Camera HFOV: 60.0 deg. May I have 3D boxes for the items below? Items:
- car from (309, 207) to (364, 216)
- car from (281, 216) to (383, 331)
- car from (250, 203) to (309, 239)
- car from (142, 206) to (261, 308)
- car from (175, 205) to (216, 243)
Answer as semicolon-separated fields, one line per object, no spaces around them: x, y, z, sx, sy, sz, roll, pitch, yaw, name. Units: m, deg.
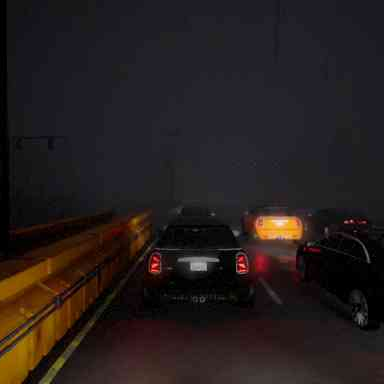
7.158;1.505;16.813;1.837;1.490;4.892;0;0;0;car
3.622;1.492;6.833;2.128;1.511;4.902;0;0;0;car
3.656;1.352;15.943;2.097;1.767;4.553;0;0;0;car
0.126;1.352;8.073;2.097;1.767;4.553;0;0;0;car
0.160;1.505;17.249;1.837;1.490;4.892;0;0;0;car
